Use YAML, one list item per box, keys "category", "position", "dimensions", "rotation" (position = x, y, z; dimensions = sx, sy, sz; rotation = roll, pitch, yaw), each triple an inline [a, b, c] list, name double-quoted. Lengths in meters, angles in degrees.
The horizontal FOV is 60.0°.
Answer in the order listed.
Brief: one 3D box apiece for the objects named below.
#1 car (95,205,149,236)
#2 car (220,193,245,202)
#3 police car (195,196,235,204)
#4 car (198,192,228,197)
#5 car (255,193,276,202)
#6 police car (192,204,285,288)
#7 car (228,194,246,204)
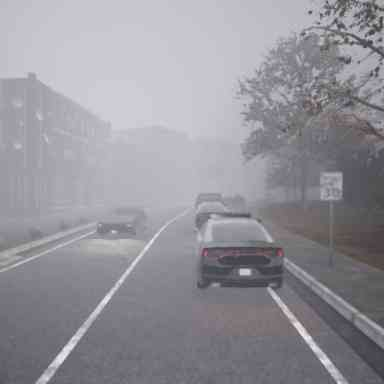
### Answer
- category: "car"
  position: [-3.512, 1.420, 17.812]
  dimensions: [2.033, 1.411, 5.357]
  rotation: [0, 0, 1]
- category: "car"
  position: [7.184, 0.975, 58.711]
  dimensions: [4.181, 1.385, 1.994]
  rotation: [-2, 1, -43]
- category: "police car"
  position: [1.099, 1.288, 19.090]
  dimensions: [1.930, 1.638, 5.238]
  rotation: [0, 0, 1]
- category: "car"
  position: [1.384, 1.043, 24.836]
  dimensions: [2.150, 2.045, 5.566]
  rotation: [0, 0, 5]
- category: "car"
  position: [12.252, 0.901, 55.478]
  dimensions: [1.812, 1.442, 4.674]
  rotation: [0, 1, 40]
- category: "police car"
  position: [1.049, 1.360, 9.153]
  dimensions: [1.930, 1.638, 5.238]
  rotation: [0, 0, 0]
- category: "car"
  position: [5.786, 1.078, 44.933]
  dimensions: [1.882, 1.535, 5.008]
  rotation: [0, 1, 27]
